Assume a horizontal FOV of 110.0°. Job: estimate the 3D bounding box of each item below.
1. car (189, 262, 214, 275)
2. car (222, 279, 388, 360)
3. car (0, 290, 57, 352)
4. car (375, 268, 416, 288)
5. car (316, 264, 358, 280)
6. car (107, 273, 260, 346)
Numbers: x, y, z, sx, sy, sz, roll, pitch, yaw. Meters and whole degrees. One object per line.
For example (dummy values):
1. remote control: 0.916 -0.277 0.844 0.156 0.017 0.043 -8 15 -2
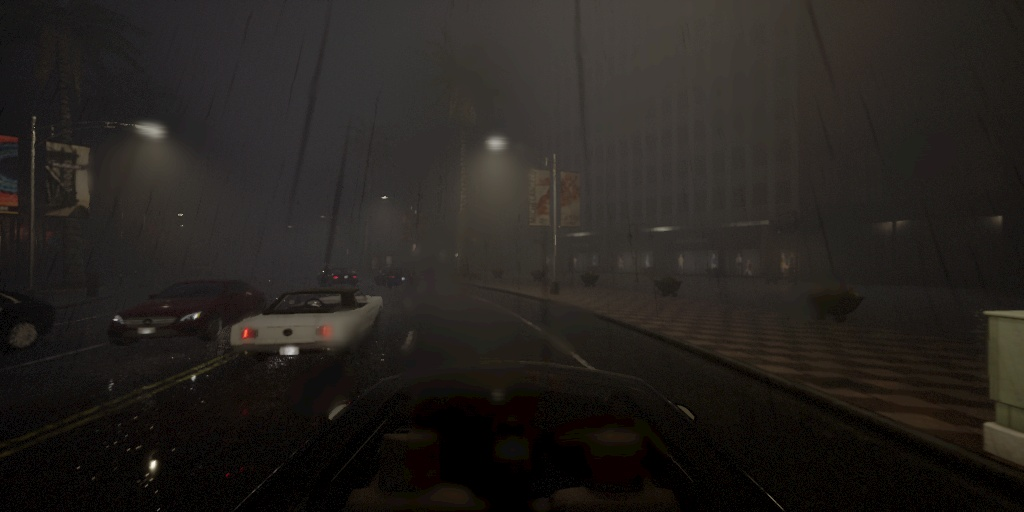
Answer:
1. car: -34.722 1.407 40.123 1.812 1.442 4.674 0 -1 -43
2. car: -4.390 1.422 8.588 1.895 1.301 4.718 0 -1 -11
3. car: -11.206 1.314 6.246 1.837 1.490 4.892 1 -1 -11
4. car: -8.615 1.560 26.231 1.994 1.385 4.181 0 -1 -36
5. car: -13.110 1.554 26.749 2.033 1.411 5.357 0 -1 -40
6. car: -8.500 1.366 9.956 1.812 1.442 4.674 0 -1 -16
